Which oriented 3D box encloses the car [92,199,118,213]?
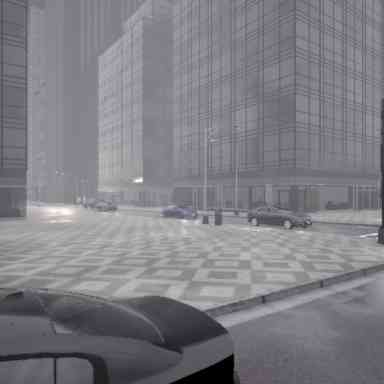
[{"bbox_3d":[-12.479,2.177,48.507,1.882,1.535,5.008,0,-1,-36],"label":"car"}]

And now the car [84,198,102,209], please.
[{"bbox_3d":[-18.293,2.148,61.869,2.150,2.045,5.566,0,-1,-37],"label":"car"}]

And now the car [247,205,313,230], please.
[{"bbox_3d":[5.952,1.717,22.962,1.837,1.490,4.892,0,-1,-36],"label":"car"}]

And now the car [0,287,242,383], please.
[{"bbox_3d":[-1.953,1.477,1.911,5.008,1.535,1.882,0,0,-35],"label":"car"}]

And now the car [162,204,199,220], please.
[{"bbox_3d":[-1.284,1.927,32.946,1.812,1.442,4.674,0,-1,-37],"label":"car"}]
